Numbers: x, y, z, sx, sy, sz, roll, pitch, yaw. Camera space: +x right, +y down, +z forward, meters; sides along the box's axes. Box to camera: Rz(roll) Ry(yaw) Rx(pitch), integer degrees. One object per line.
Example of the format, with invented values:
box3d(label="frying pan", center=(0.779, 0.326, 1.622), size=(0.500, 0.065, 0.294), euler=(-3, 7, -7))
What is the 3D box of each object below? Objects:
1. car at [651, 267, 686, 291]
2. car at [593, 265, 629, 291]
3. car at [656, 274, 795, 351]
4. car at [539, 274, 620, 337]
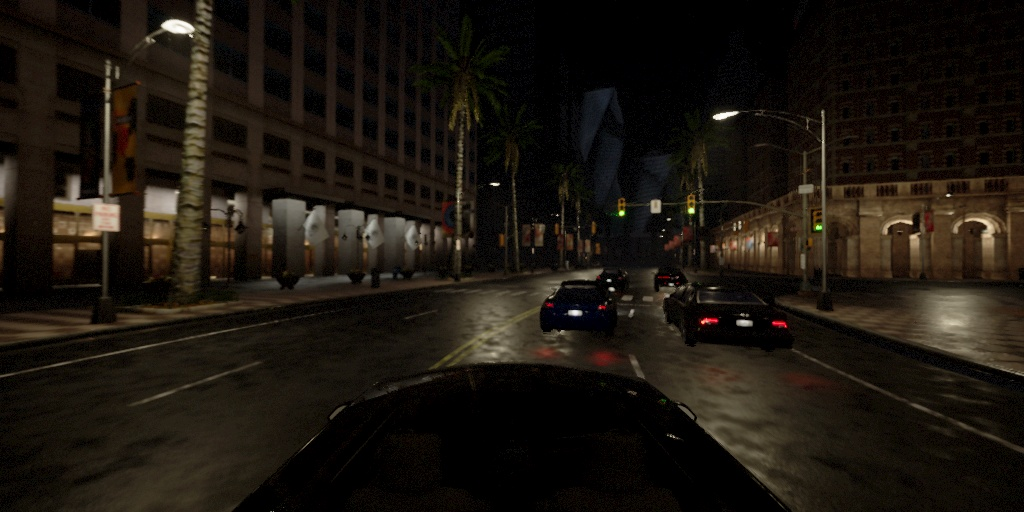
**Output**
box3d(label="car", center=(10.501, 1.502, 24.011), size=(1.837, 1.490, 4.892), euler=(0, -1, 21))
box3d(label="car", center=(6.889, 1.550, 24.575), size=(1.994, 1.385, 4.181), euler=(0, -1, 22))
box3d(label="car", center=(5.254, 1.390, 9.448), size=(2.033, 1.411, 5.357), euler=(0, -1, 16))
box3d(label="car", center=(2.115, 1.405, 10.819), size=(1.994, 1.385, 4.181), euler=(0, -1, 16))
